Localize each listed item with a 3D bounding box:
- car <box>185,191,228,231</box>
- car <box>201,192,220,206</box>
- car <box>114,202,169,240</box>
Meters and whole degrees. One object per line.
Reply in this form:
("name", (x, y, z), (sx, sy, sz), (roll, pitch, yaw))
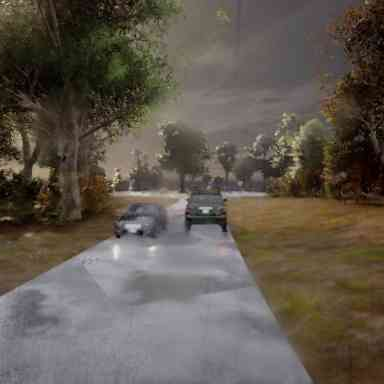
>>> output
("car", (0.821, 0.937, 18.741), (2.150, 2.045, 5.566), (0, 2, 4))
("car", (2.052, 0.717, 36.603), (1.994, 1.385, 4.181), (0, 2, 4))
("car", (-2.261, 1.258, 15.935), (2.128, 1.511, 4.902), (1, 2, 4))
